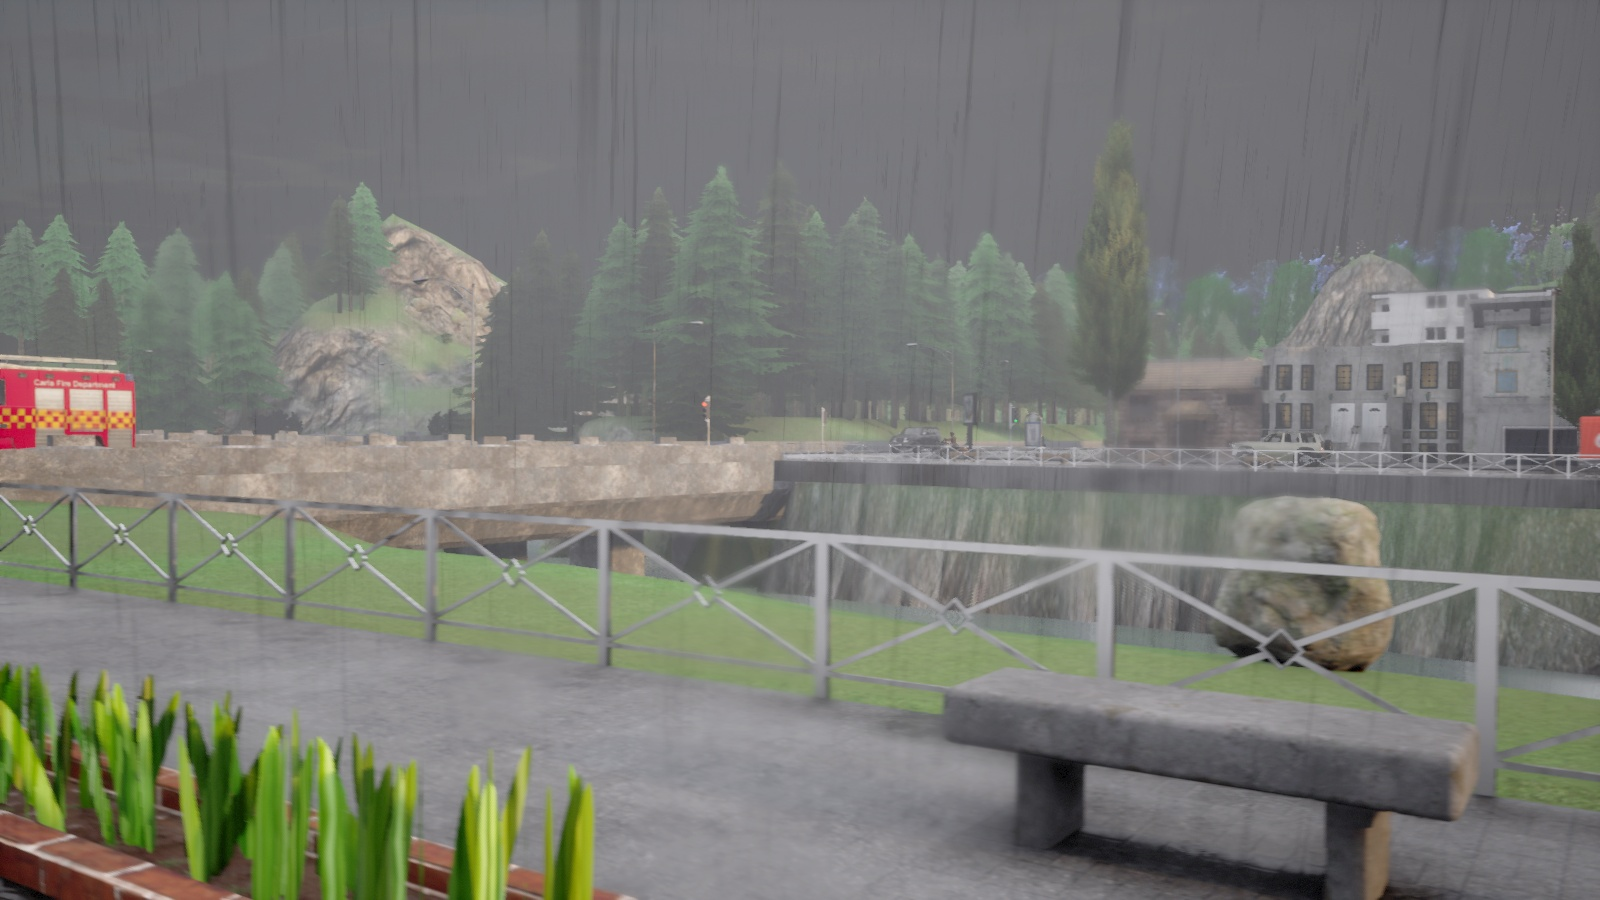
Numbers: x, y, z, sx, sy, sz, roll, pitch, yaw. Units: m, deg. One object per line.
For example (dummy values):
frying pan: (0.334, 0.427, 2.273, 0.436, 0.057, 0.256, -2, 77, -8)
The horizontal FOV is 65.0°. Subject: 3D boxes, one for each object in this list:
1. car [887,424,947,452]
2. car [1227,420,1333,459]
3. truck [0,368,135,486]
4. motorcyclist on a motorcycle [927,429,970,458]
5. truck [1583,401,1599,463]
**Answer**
car: (8.992, -0.941, 96.008, 2.150, 2.045, 5.566, 0, 1, 33)
car: (23.824, -0.519, 62.399, 4.605, 1.855, 1.932, 0, 1, 34)
truck: (-27.110, -0.756, 41.678, 2.891, 3.827, 8.468, 0, 1, 34)
motorcyclist on a motorcycle: (8.579, -0.386, 72.530, 2.350, 1.649, 0.766, 0, 1, 34)
truck: (34.566, -0.755, 50.462, 5.204, 2.467, 2.627, 0, 1, 34)
